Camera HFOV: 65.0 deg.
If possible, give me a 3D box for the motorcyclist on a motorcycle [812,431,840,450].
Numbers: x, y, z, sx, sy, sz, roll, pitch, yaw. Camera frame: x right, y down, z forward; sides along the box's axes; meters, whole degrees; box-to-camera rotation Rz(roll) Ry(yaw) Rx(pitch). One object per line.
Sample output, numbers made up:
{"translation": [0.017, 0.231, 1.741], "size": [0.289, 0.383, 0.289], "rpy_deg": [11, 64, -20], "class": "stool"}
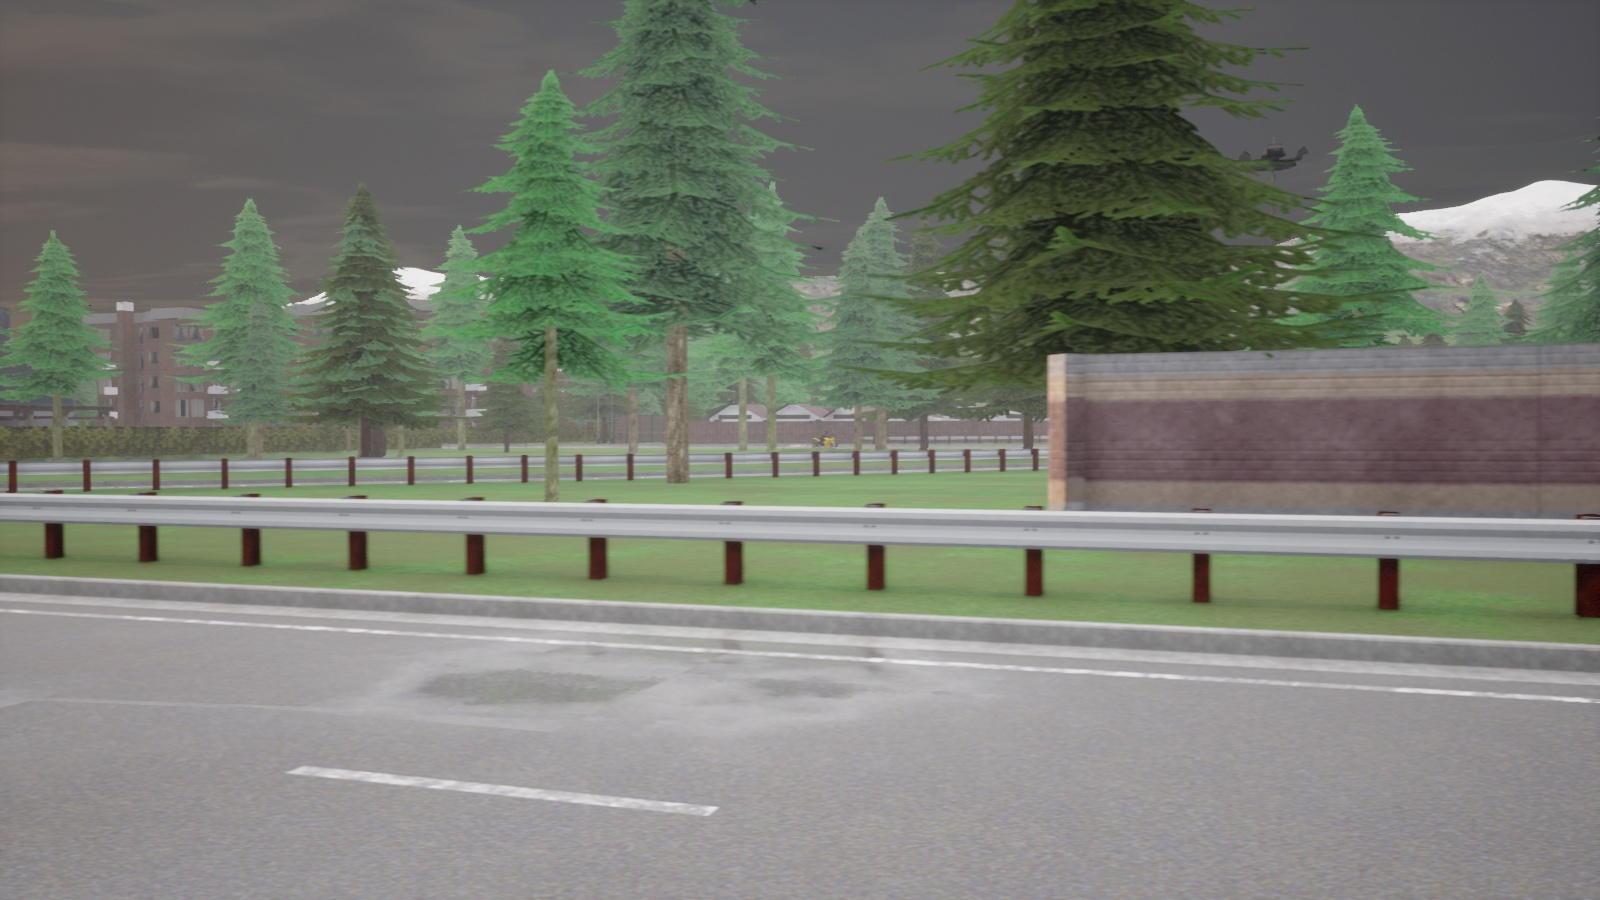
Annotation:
{"translation": [2.053, -0.755, 98.091], "size": [2.044, 1.523, 0.797], "rpy_deg": [1, 1, 19], "class": "motorcyclist on a motorcycle"}
